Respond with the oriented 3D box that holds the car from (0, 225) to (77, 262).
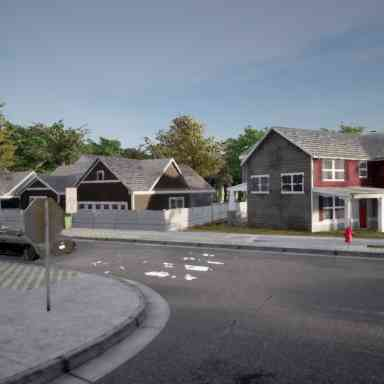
[{"bbox_3d":[-7.114,2.147,14.727,4.181,1.385,1.994,-2,0,29],"label":"car"}]
